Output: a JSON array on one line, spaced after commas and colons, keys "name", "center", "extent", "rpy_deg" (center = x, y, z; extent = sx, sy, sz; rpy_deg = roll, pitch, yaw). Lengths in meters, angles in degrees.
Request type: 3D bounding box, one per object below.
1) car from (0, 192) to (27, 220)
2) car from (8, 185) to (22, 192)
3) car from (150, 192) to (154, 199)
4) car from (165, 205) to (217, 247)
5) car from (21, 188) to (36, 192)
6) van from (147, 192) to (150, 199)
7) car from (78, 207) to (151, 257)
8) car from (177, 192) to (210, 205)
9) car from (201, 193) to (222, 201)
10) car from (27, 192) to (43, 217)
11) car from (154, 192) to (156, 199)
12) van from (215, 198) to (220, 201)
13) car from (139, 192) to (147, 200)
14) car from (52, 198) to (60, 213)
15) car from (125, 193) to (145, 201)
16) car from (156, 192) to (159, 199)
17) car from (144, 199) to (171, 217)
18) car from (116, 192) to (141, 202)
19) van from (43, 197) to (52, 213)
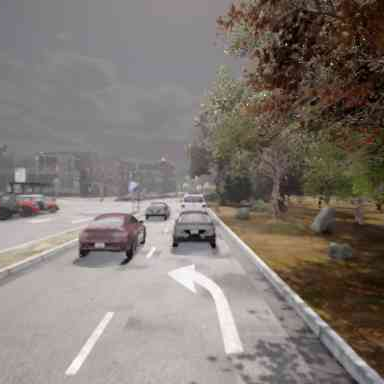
[{"name": "car", "center": [-16.805, 1.257, 26.818], "extent": [5.566, 2.045, 2.435], "rpy_deg": [-1, 0, -20]}, {"name": "car", "center": [-34.196, -0.428, 64.593], "extent": [2.435, 2.045, 5.566], "rpy_deg": [6, -3, -19]}, {"name": "car", "center": [-13.062, 1.321, 85.632], "extent": [4.892, 1.521, 2.231], "rpy_deg": [-1, 0, -14]}, {"name": "car", "center": [0.095, 1.544, 14.988], "extent": [2.033, 1.411, 5.357], "rpy_deg": [0, 0, 0]}, {"name": "car", "center": [-31.201, 0.134, 64.534], "extent": [2.002, 1.452, 4.674], "rpy_deg": [6, -3, -19]}, {"name": "van", "center": [-13.288, 1.092, 82.661], "extent": [4.442, 1.987, 1.878], "rpy_deg": [-1, 0, -14]}, {"name": "car", "center": [-2.905, 1.520, 12.782], "extent": [1.812, 1.442, 4.674], "rpy_deg": [0, 0, 0]}, {"name": "car", "center": [0.138, 1.239, 27.953], "extent": [2.150, 2.045, 5.566], "rpy_deg": [0, 0, 0]}, {"name": "car", "center": [4.622, 1.140, 79.252], "extent": [4.553, 1.767, 2.185], "rpy_deg": [1, 0, -14]}, {"name": "car", "center": [-16.734, 1.262, 29.854], "extent": [5.566, 2.045, 2.435], "rpy_deg": [-1, 0, -20]}, {"name": "car", "center": [-12.691, 1.359, 88.627], "extent": [4.674, 1.452, 2.002], "rpy_deg": [-1, 0, -13]}, {"name": "van", "center": [4.240, 1.041, 76.282], "extent": [4.442, 1.987, 1.878], "rpy_deg": [1, 0, -14]}, {"name": "car", "center": [-13.843, 1.314, 76.668], "extent": [5.366, 1.575, 1.946], "rpy_deg": [-1, 0, -15]}, {"name": "car", "center": [-16.646, 1.398, 35.868], "extent": [4.553, 1.767, 2.185], "rpy_deg": [-1, 0, -19]}, {"name": "car", "center": [-13.751, 1.194, 79.620], "extent": [4.553, 1.767, 2.185], "rpy_deg": [-1, 0, -14]}, {"name": "car", "center": [-12.321, 1.359, 91.629], "extent": [4.674, 1.452, 2.002], "rpy_deg": [-1, 0, -13]}, {"name": "car", "center": [-2.859, 1.566, 28.465], "extent": [2.033, 1.411, 5.357], "rpy_deg": [0, 0, 0]}, {"name": "car", "center": [-14.486, 1.356, 73.676], "extent": [4.792, 1.488, 2.163], "rpy_deg": [-1, 0, -15]}, {"name": "van", "center": [-16.620, 1.292, 32.891], "extent": [4.442, 1.987, 1.878], "rpy_deg": [-1, 0, -19]}]
